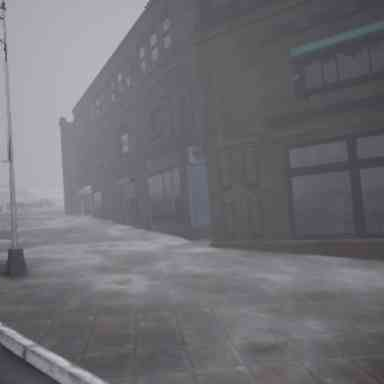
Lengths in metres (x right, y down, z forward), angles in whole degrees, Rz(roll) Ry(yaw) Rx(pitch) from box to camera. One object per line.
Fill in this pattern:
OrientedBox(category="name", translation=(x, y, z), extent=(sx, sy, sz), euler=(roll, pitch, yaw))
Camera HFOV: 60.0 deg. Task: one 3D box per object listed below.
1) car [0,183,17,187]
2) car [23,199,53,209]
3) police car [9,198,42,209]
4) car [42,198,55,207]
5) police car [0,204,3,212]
OrientedBox(category="car", translation=(-45.948, -1.357, 80.646), extent=(2.002, 1.452, 4.674), euler=(-6, -3, 30))
OrientedBox(category="car", translation=(-27.621, 2.130, 59.825), extent=(2.033, 1.411, 5.357), euler=(-5, -1, 11))
OrientedBox(category="police car", translation=(-24.410, 1.708, 48.200), extent=(1.930, 1.638, 5.238), euler=(-4, 0, 1))
OrientedBox(category="car", translation=(-24.065, 1.752, 53.808), extent=(1.837, 1.490, 4.892), euler=(-5, 0, 6))
OrientedBox(category="police car", translation=(-23.713, 1.727, 38.679), extent=(1.930, 1.638, 5.238), euler=(-4, 1, -9))
